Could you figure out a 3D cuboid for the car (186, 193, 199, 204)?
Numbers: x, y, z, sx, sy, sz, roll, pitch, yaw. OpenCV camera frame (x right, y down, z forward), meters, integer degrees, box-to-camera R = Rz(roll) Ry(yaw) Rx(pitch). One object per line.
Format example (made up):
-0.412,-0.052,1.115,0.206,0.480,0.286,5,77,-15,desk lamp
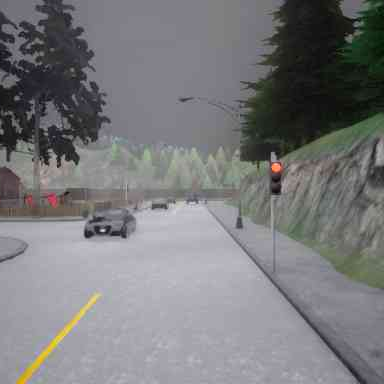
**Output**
0.068,1.221,62.571,2.150,2.045,5.566,0,0,0,car

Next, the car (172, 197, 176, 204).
-3.984,1.547,61.646,2.033,1.411,5.357,0,0,1,car

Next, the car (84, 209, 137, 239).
-4.081,1.564,17.160,1.994,1.385,4.181,0,0,0,car

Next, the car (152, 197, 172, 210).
-4.053,1.478,42.940,1.882,1.535,5.008,0,0,0,car
